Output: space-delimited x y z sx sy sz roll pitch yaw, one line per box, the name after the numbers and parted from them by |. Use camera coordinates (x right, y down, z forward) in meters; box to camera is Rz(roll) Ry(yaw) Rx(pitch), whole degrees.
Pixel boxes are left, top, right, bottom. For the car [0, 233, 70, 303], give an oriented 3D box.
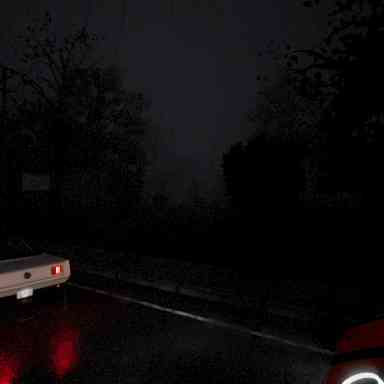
-4.920 1.601 7.494 4.718 1.301 1.895 0 0 35 | car

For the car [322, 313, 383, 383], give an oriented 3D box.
3.101 1.352 1.815 4.553 1.767 2.097 0 0 35 | car
